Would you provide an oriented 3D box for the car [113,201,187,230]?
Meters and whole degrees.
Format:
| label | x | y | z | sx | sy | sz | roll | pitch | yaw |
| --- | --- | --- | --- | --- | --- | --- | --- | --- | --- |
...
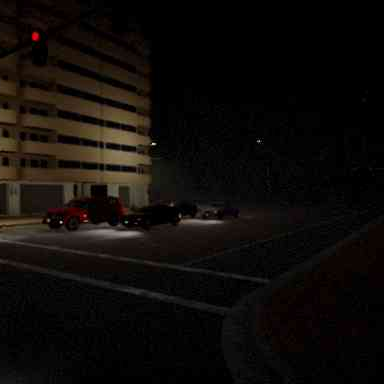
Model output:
| label | x | y | z | sx | sy | sz | roll | pitch | yaw |
| --- | --- | --- | --- | --- | --- | --- | --- | --- | --- |
| car | -2.672 | 1.618 | 22.535 | 1.837 | 1.490 | 4.892 | -1 | 0 | 35 |

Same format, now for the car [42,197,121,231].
| label | x | y | z | sx | sy | sz | roll | pitch | yaw |
| --- | --- | --- | --- | --- | --- | --- | --- | --- | --- |
| car | -7.078 | 1.361 | 22.338 | 2.150 | 2.045 | 5.566 | -1 | 0 | 35 |

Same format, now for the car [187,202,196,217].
| label | x | y | z | sx | sy | sz | roll | pitch | yaw |
| --- | --- | --- | --- | --- | --- | --- | --- | --- | --- |
| car | -1.391 | 1.631 | 30.468 | 2.128 | 1.511 | 4.902 | -1 | 0 | 35 |

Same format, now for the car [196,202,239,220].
| label | x | y | z | sx | sy | sz | roll | pitch | yaw |
| --- | --- | --- | --- | --- | --- | --- | --- | --- | --- |
| car | 2.615 | 1.639 | 30.081 | 1.812 | 1.442 | 4.674 | -1 | 0 | 35 |
